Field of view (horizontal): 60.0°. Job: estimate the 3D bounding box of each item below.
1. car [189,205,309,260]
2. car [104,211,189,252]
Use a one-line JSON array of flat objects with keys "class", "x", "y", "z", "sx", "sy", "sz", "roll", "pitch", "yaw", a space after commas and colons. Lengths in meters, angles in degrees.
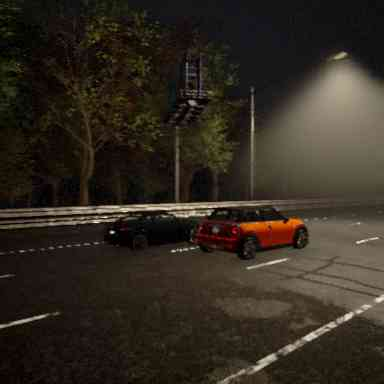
[{"class": "car", "x": 2.392, "y": 1.272, "z": 12.363, "sx": 4.553, "sy": 1.767, "sz": 2.097, "roll": 0, "pitch": 0, "yaw": -41}, {"class": "car", "x": -1.454, "y": 1.468, "z": 13.672, "sx": 4.181, "sy": 1.385, "sz": 1.994, "roll": 0, "pitch": 1, "yaw": -41}]
